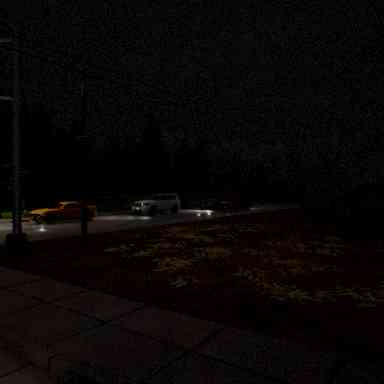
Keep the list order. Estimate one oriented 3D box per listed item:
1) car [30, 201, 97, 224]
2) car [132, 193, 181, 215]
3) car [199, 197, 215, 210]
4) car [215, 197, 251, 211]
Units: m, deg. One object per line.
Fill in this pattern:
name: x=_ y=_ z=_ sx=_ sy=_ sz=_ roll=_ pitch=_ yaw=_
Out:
car: x=-9.541 y=1.485 z=24.975 sx=1.882 sy=1.535 sz=5.008 roll=0 pitch=0 yaw=37
car: x=-3.434 y=1.175 z=33.221 sx=2.150 sy=2.045 sz=5.566 roll=0 pitch=0 yaw=36
car: x=2.782 y=1.404 z=41.584 sx=1.837 sy=1.490 sz=4.892 roll=0 pitch=0 yaw=37
car: x=5.166 y=1.387 z=38.616 sx=2.128 sy=1.511 sz=4.902 roll=0 pitch=0 yaw=36
